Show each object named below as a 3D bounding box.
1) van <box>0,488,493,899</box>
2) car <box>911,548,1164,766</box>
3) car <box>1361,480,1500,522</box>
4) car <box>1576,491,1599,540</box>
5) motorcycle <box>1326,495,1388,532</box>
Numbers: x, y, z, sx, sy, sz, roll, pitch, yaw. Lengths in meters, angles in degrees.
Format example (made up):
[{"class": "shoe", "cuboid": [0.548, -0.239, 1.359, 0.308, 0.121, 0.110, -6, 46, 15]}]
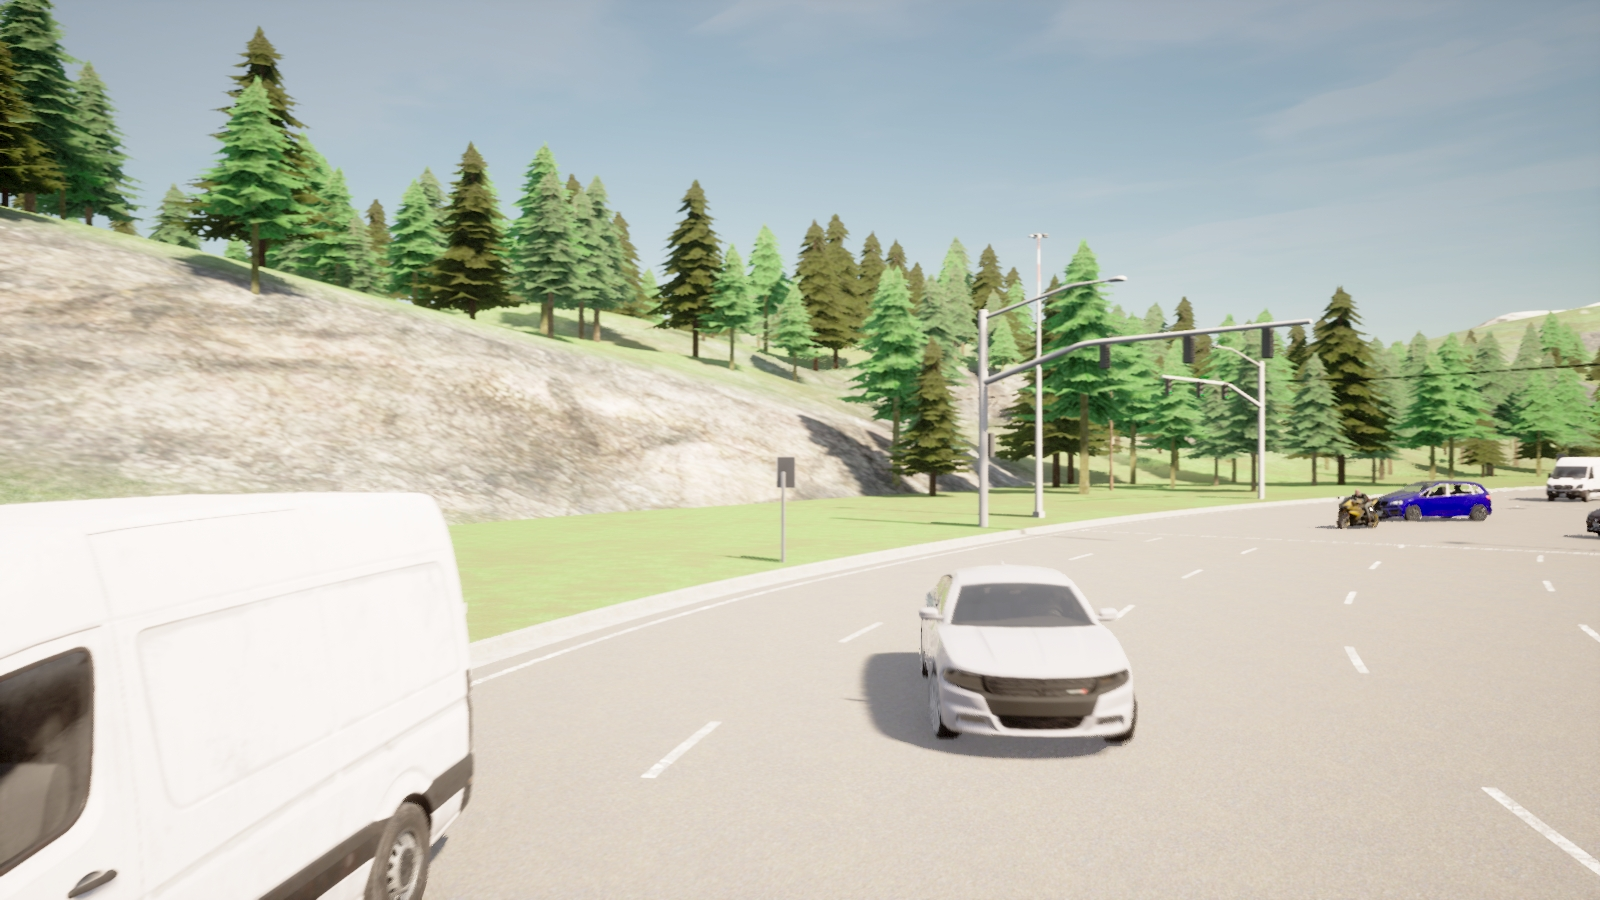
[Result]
[{"class": "van", "cuboid": [-3.482, 1.549, 5.157, 1.988, 2.561, 5.915, -1, 0, 7]}, {"class": "car", "cuboid": [2.361, 2.069, 12.752, 2.097, 1.535, 5.006, 0, 0, 4]}, {"class": "car", "cuboid": [26.102, 2.094, 47.388, 4.611, 1.667, 2.242, 0, -1, -7]}, {"class": "car", "cuboid": [28.110, 2.143, 37.005, 4.514, 1.525, 2.007, 0, 0, 3]}, {"class": "motorcycle", "cuboid": [20.523, 2.316, 42.067, 2.209, 1.251, 0.867, 0, 2, -27]}]
